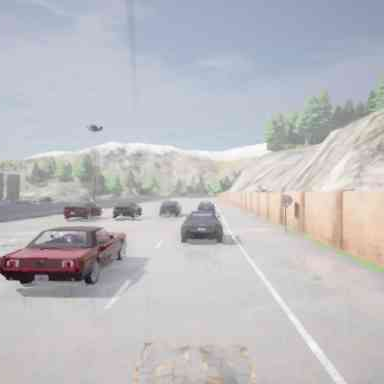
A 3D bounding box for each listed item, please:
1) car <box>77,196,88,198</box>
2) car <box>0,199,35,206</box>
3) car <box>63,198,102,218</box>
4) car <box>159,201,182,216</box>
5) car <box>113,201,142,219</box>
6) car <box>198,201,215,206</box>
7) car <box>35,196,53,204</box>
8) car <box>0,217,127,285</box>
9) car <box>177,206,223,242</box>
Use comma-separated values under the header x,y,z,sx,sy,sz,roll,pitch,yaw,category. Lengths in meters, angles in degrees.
x,y,z,sx,sy,sz,roll,pitch,yaw,category
-21.724,1.560,65.698,2.128,1.511,4.902,0,0,2,car
-19.688,1.528,36.225,2.128,1.511,4.902,0,0,4,car
-9.421,1.546,29.040,1.882,1.535,5.008,0,0,3,car
-2.137,1.642,33.725,1.837,1.490,4.892,0,0,3,car
-5.830,1.604,30.392,1.837,1.490,4.892,0,0,3,car
1.608,1.740,37.760,1.994,1.385,4.181,0,0,3,car
-28.767,1.497,64.573,2.128,1.511,4.902,0,0,2,car
-3.238,1.623,9.547,1.895,1.301,4.718,0,0,2,car
0.525,1.643,16.881,1.994,1.385,4.181,0,0,2,car
